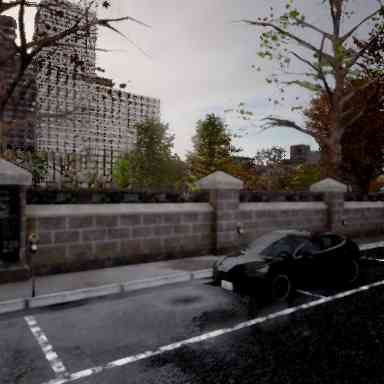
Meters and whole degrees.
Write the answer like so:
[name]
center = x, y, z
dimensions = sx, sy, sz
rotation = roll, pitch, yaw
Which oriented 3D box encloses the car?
[car]
center = 2.525, 1.639, 8.362
dimensions = 4.313, 1.339, 1.947
rotation = 1, 0, -35
